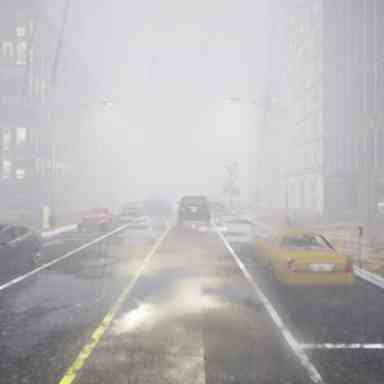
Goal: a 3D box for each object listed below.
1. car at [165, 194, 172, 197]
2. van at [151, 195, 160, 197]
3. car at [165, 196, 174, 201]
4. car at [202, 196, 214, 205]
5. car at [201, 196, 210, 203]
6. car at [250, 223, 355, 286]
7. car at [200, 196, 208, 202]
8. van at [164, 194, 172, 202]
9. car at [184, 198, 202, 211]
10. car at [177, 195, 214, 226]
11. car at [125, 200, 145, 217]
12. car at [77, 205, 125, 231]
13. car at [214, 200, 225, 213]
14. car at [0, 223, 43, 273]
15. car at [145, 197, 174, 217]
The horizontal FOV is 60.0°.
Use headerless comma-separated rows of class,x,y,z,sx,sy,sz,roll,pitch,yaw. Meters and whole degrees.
car,-5.583,1.486,71.705,1.967,1.590,4.097,0,0,0
van,-5.616,1.380,48.938,1.690,1.788,3.998,0,0,0
car,-5.567,1.613,83.091,1.947,1.339,4.313,0,0,0
car,2.781,1.483,60.295,1.967,1.590,4.097,0,0,0
car,2.797,1.627,71.679,1.802,1.307,4.206,0,0,0
car,2.707,1.535,9.237,1.752,1.417,4.829,0,0,0
car,2.806,1.571,77.541,1.752,1.417,4.829,0,0,0
van,-5.574,1.388,77.399,1.690,1.788,3.998,0,0,0
car,0.161,1.527,41.613,2.128,1.511,4.902,0,0,0
car,0.133,1.244,23.433,2.150,2.045,5.566,0,0,0
car,-5.641,1.579,31.861,2.008,1.369,4.403,0,0,0
car,-5.657,1.602,20.475,1.802,1.307,4.206,0,0,0
car,2.748,1.598,37.528,1.947,1.339,4.313,0,0,0
car,-5.674,1.576,9.092,1.947,1.339,4.313,0,0,0
car,-3.031,1.506,32.204,1.882,1.535,5.008,0,0,0
